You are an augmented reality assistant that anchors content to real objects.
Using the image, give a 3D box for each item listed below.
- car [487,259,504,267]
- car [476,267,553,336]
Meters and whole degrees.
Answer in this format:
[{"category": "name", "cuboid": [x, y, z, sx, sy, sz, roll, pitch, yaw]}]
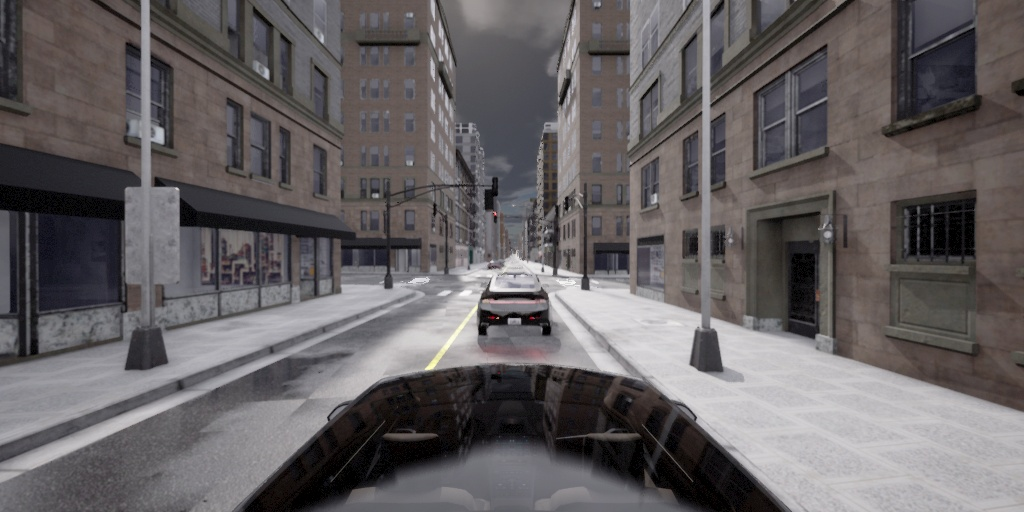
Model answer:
[{"category": "car", "cuboid": [-2.609, 1.365, 53.780, 1.994, 1.385, 4.181, 0, 0, 1]}, {"category": "car", "cuboid": [0.076, 1.239, 10.396, 2.128, 1.511, 4.902, 0, 0, 1]}]
